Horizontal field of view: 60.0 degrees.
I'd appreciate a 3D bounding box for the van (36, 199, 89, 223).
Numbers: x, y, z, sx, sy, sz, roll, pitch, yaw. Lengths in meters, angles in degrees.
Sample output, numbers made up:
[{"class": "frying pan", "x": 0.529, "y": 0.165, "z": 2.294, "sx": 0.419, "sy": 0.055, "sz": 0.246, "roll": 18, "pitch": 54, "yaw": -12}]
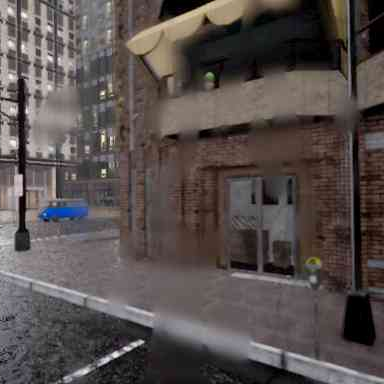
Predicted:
[{"class": "van", "x": -10.220, "y": 1.464, "z": 26.487, "sx": 1.690, "sy": 1.788, "sz": 3.998, "roll": -2, "pitch": -1, "yaw": 36}]
